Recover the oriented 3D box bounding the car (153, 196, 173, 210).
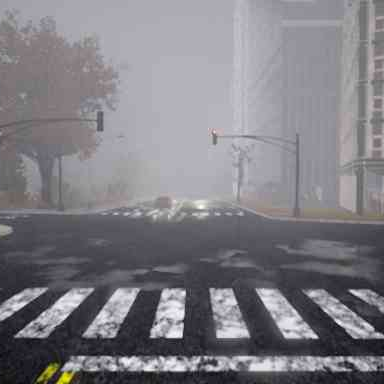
[{"bbox_3d":[-3.211,1.199,37.464,1.882,1.535,5.008,0,2,0],"label":"car"}]
